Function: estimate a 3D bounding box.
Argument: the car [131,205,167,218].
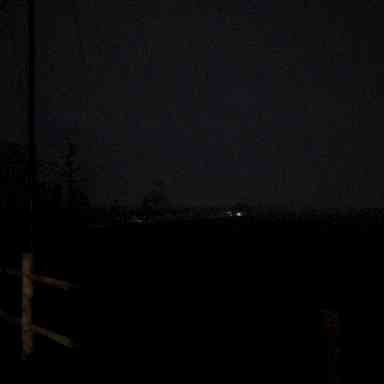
[{"bbox_3d":[-4.667,2.076,36.250,1.994,1.385,4.181,1,-1,36],"label":"car"}]

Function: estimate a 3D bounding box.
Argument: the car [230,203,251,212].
[{"bbox_3d":[7.857,2.474,53.626,1.837,1.490,4.892,1,-1,36],"label":"car"}]

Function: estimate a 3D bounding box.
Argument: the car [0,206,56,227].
[{"bbox_3d":[-12.936,1.756,24.681,2.033,1.411,5.357,1,-1,36],"label":"car"}]
